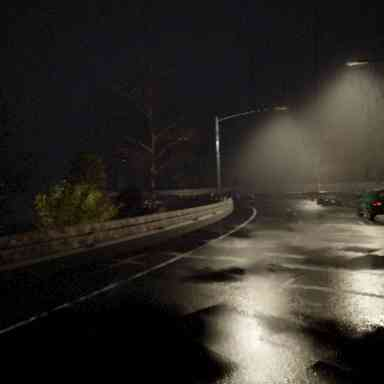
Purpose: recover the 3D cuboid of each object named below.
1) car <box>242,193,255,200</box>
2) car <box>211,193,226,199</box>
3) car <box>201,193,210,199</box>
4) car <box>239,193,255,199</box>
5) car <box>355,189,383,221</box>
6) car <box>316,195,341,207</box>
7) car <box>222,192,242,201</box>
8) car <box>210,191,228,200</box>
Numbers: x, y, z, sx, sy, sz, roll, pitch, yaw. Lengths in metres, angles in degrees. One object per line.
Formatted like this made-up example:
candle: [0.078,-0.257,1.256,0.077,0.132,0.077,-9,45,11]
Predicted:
car: [11.854,1.132,71.772,1.895,1.301,4.718,-2,0,-10]
car: [7.072,1.009,90.093,2.128,1.511,4.902,-2,0,-22]
car: [3.771,1.092,88.933,1.837,1.490,4.892,-2,0,-22]
car: [13.376,0.977,81.351,1.837,1.490,4.892,-2,0,-17]
car: [12.662,0.791,22.410,2.150,2.045,5.566,-1,0,15]
car: [15.915,1.008,38.929,1.994,1.385,4.181,-2,0,7]
car: [8.481,1.199,70.774,1.994,1.385,4.181,-2,0,-10]
car: [6.678,1.219,79.260,1.812,1.442,4.674,-2,0,-17]
